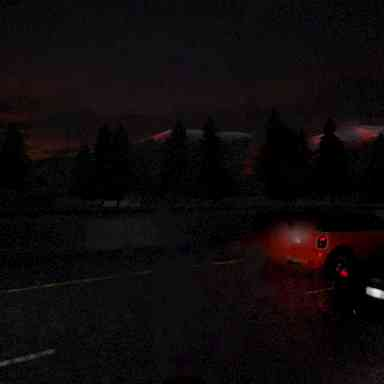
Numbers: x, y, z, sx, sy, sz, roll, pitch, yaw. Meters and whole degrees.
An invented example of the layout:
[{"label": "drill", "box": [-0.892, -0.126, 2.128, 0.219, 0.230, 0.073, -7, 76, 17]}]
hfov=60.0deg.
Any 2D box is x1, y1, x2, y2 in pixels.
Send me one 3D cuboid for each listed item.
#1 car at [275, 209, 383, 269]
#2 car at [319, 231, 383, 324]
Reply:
[{"label": "car", "box": [4.807, 1.341, 10.115, 4.553, 1.767, 2.097, 0, 0, -27]}, {"label": "car", "box": [4.676, 1.562, 6.180, 4.181, 1.385, 1.994, 0, 0, -28]}]
